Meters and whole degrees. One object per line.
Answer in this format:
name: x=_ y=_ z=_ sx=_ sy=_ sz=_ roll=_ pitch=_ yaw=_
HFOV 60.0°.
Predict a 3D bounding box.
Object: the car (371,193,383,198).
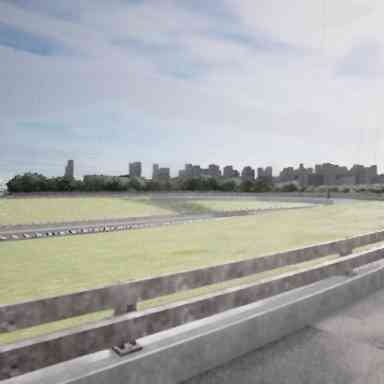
car: x=41.916 y=0.888 z=73.942 sx=2.033 sy=1.411 sz=5.357 roll=-1 pitch=0 yaw=5
